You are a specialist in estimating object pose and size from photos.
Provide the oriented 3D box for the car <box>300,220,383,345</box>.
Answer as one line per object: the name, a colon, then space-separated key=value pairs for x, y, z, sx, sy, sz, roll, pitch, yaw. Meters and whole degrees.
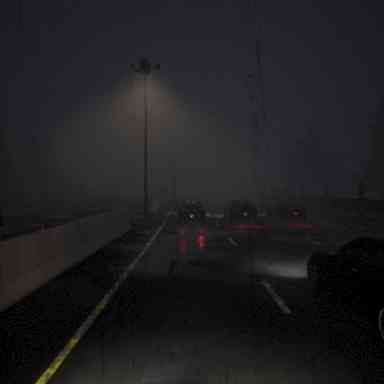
car: x=3.602 y=1.478 z=5.846 sx=1.812 sy=1.442 sz=4.674 roll=0 pitch=0 yaw=0

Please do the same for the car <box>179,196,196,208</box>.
car: x=-0.570 y=1.209 z=42.105 sx=2.033 sy=1.411 sz=5.357 roll=0 pitch=0 yaw=-1

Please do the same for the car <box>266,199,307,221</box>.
car: x=6.889 y=1.278 z=24.709 sx=1.882 sy=1.535 sz=5.008 roll=0 pitch=0 yaw=-1

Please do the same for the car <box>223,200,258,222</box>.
car: x=3.406 y=1.283 z=24.094 sx=1.882 sy=1.535 sz=5.008 roll=0 pitch=0 yaw=-1

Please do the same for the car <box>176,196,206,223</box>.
car: x=-0.079 y=1.303 z=23.309 sx=2.128 sy=1.511 sz=4.902 roll=0 pitch=0 yaw=-1
